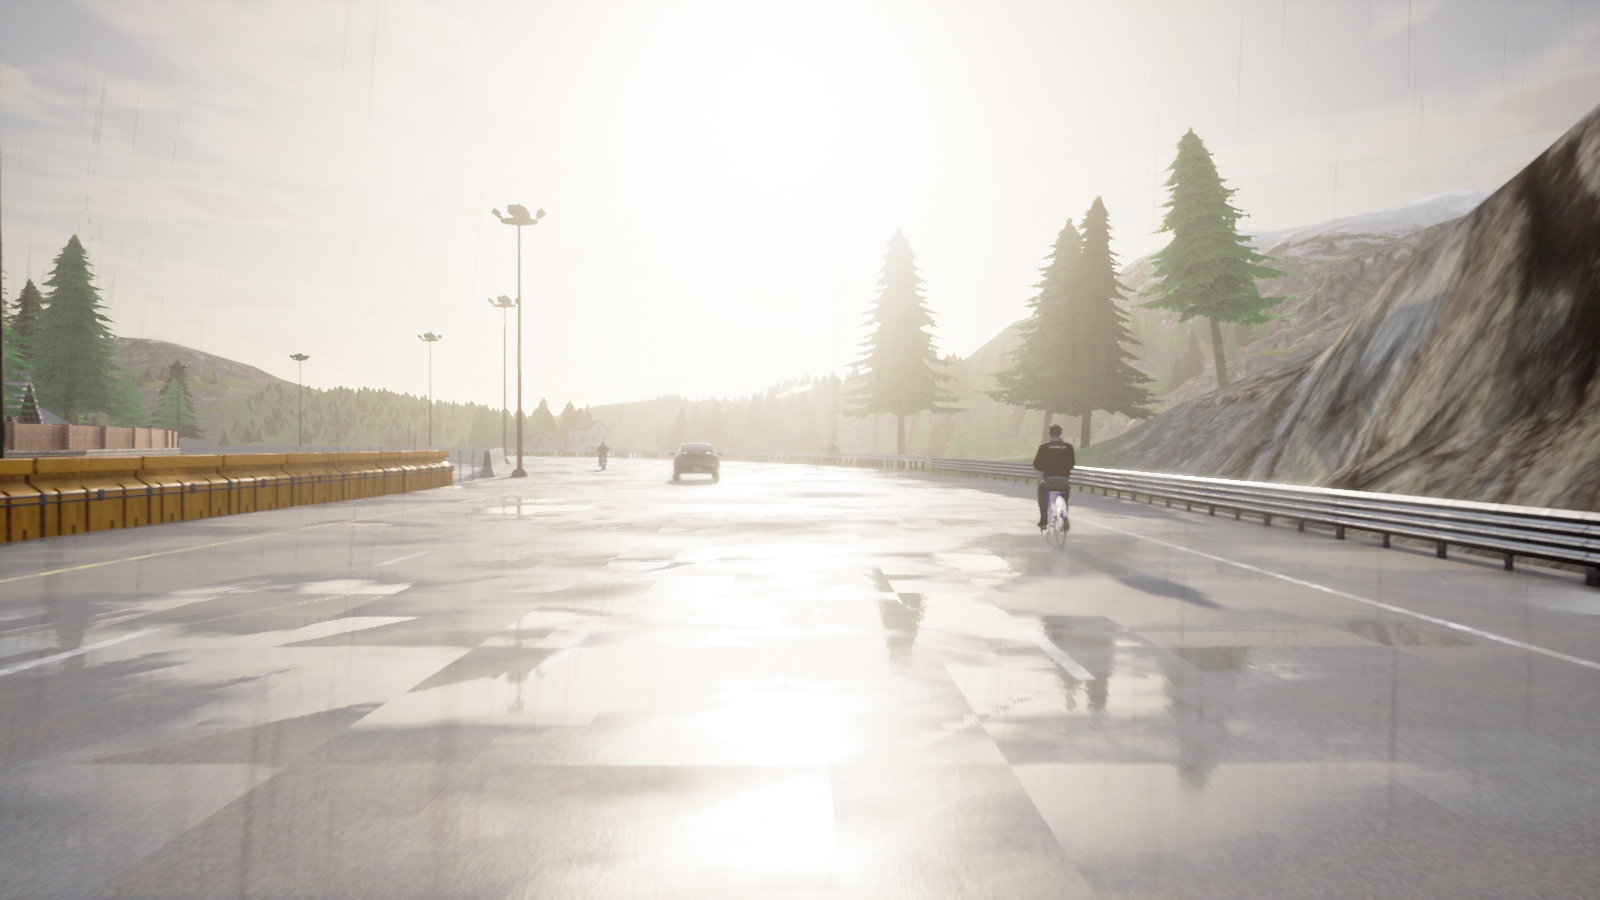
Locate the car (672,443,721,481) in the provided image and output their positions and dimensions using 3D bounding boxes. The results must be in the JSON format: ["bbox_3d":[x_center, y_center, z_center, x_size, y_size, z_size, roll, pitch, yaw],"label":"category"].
[{"bbox_3d":[-4.272,0.459,51.304,1.837,1.490,4.892,0,0,-6],"label":"car"}]

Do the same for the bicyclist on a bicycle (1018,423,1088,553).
[{"bbox_3d":[3.629,0.518,18.138,0.659,1.776,1.843,0,0,0],"label":"bicyclist on a bicycle"}]
